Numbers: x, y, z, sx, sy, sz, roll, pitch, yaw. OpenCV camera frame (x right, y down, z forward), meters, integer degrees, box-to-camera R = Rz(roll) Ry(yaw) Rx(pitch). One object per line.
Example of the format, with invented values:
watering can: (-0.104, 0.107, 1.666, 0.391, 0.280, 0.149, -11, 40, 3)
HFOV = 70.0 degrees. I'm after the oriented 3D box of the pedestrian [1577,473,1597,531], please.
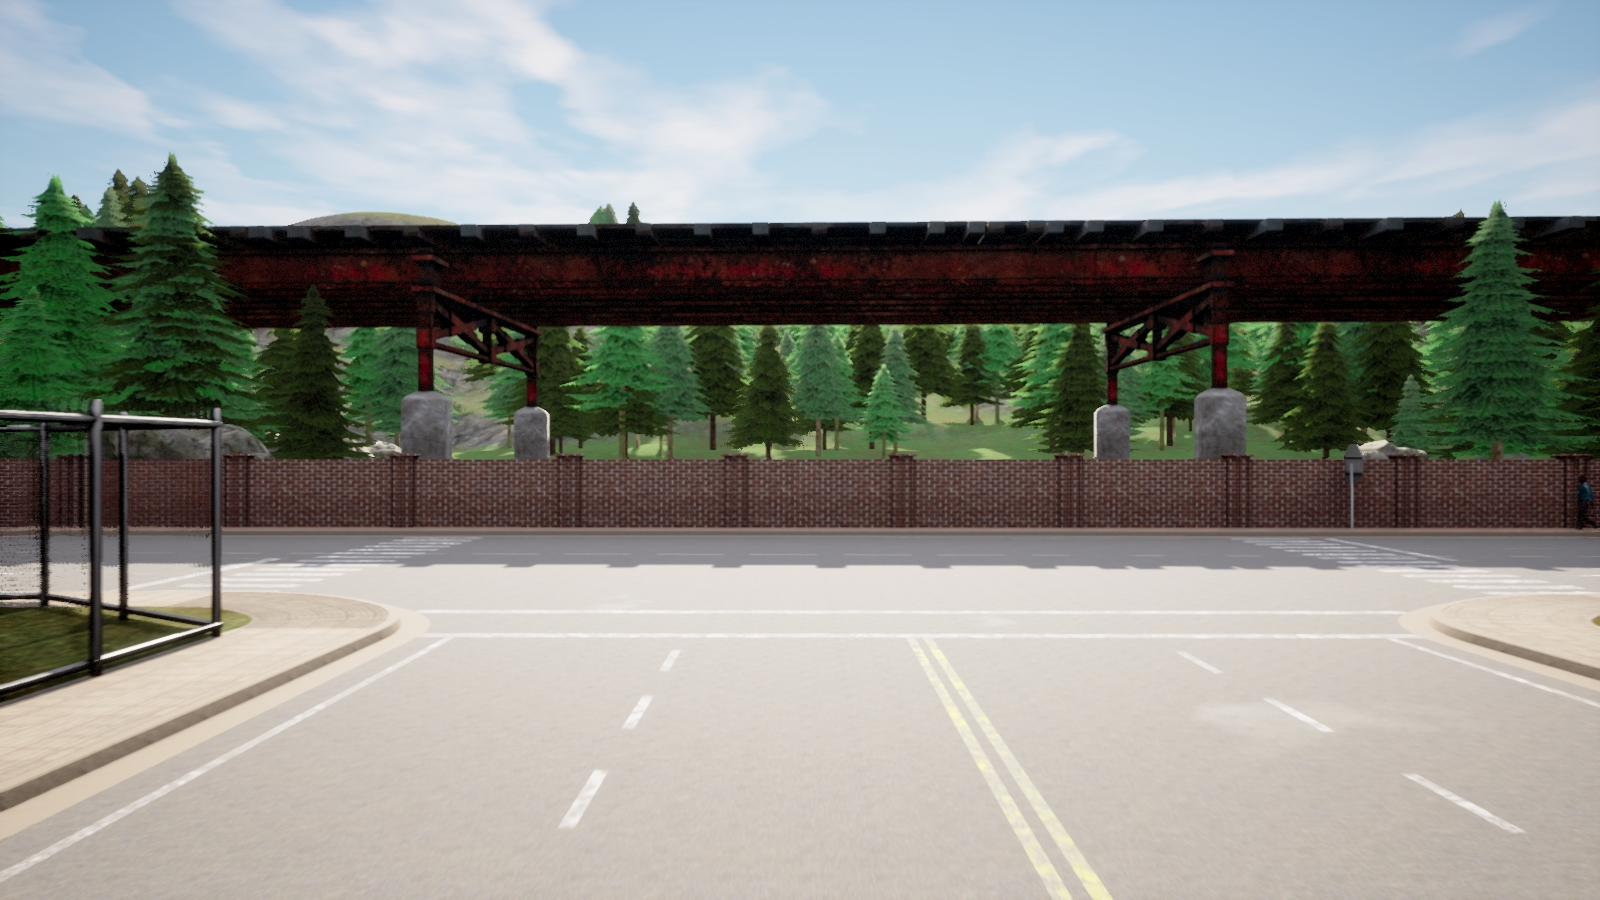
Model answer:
pedestrian: (25.670, 1.695, 37.276, 0.375, 1.860, 0.375, 0, 0, -2)
